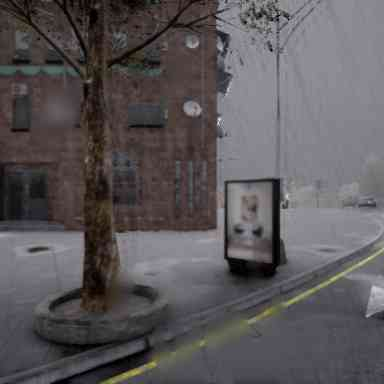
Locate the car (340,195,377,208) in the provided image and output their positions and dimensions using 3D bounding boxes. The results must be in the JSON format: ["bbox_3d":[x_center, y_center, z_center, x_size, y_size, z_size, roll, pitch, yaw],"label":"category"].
[{"bbox_3d":[17.807,1.050,35.838,1.994,1.385,4.181,1,-2,-7],"label":"car"}]

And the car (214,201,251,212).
[{"bbox_3d":[5.948,2.146,48.861,5.366,1.575,1.946,2,-7,-31],"label":"car"}]

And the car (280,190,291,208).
[{"bbox_3d":[8.592,0.779,37.255,5.566,2.045,2.435,0,-1,-31],"label":"car"}]

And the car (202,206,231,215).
[{"bbox_3d":[4.343,3.156,57.783,4.674,1.452,2.002,2,-7,-31],"label":"car"}]

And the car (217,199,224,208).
[{"bbox_3d":[6.726,1.583,46.053,5.566,2.045,2.435,2,-7,-32],"label":"car"}]
